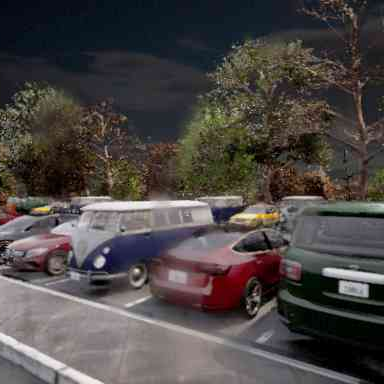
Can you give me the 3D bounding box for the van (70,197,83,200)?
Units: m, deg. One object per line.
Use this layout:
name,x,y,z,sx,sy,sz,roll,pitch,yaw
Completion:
van,-9.132,1.434,31.000,1.878,1.987,4.442,-1,0,36

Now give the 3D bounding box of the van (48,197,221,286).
van,-1.233,1.241,8.987,1.878,1.987,4.442,-1,0,36

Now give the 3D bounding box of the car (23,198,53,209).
car,-13.810,1.714,33.974,1.946,1.575,5.366,-1,0,36

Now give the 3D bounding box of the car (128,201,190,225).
car,-2.440,1.577,26.066,2.097,1.535,5.008,-1,0,36

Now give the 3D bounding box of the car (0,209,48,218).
car,-5.698,1.552,12.286,2.163,1.488,4.792,-1,0,36

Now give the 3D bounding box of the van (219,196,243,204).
van,2.136,1.296,22.945,1.878,1.987,4.442,-1,0,36

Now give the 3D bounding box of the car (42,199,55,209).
car,-11.455,1.689,32.510,2.231,1.521,4.892,-1,0,36

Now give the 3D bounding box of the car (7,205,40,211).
car,-10.193,1.578,15.544,2.097,1.535,5.008,-1,0,36

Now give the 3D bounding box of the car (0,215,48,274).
car,-3.420,1.535,10.697,2.002,1.452,4.674,-1,0,36

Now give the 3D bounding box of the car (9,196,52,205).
car,-15.941,1.500,35.760,2.435,2.045,5.566,-1,-1,36

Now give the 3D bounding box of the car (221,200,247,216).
car,4.216,1.491,21.087,1.946,1.575,5.366,-1,0,36

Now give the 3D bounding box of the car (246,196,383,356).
car,3.354,1.176,5.885,2.435,2.045,5.566,0,0,36

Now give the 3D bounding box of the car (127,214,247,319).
car,1.117,1.469,7.487,2.163,1.488,4.792,0,0,36

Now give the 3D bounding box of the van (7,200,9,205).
van,-12.389,1.380,17.250,1.878,1.987,4.442,-1,0,36

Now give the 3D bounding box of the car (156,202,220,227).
car,-0.187,1.550,24.455,2.231,1.521,4.892,-1,0,36

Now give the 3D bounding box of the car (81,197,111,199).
car,-6.964,1.507,29.268,2.185,1.767,4.553,-1,0,36

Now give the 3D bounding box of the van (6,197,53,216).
van,-18.241,1.571,37.514,1.878,1.987,4.442,-1,-1,36

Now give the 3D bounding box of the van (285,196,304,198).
van,6.506,1.240,19.533,1.878,1.987,4.442,-1,0,36
